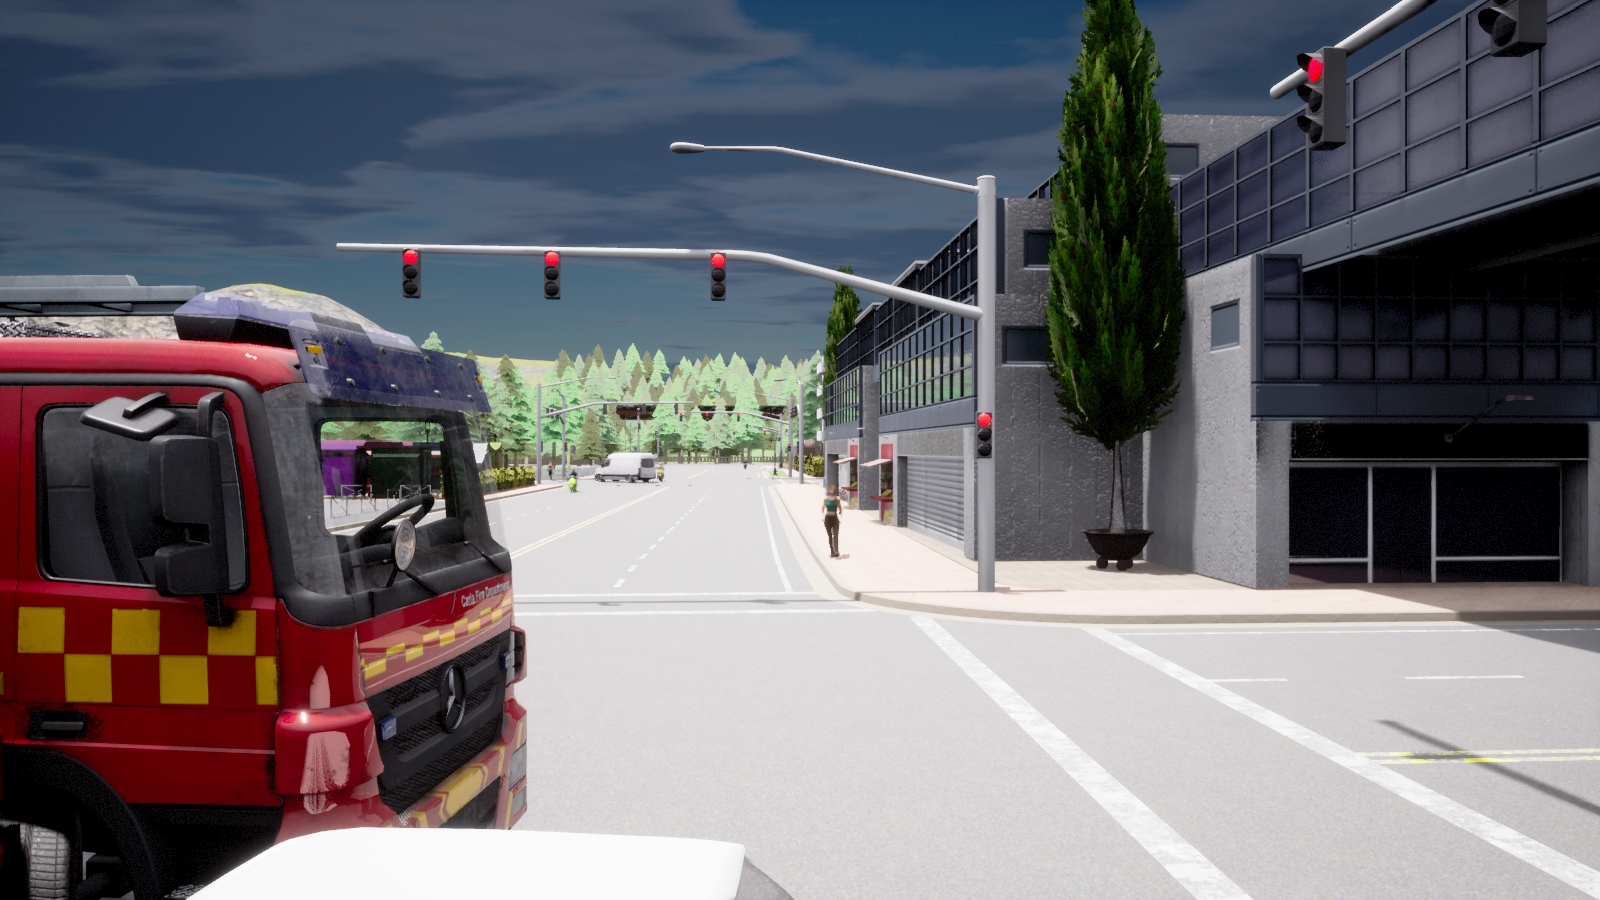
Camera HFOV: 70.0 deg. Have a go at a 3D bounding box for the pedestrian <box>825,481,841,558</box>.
[{"bbox_3d":[0.808,1.696,27.842,0.375,1.860,0.375,0,0,0],"label":"pedestrian"}]

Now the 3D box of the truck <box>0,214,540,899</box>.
[{"bbox_3d":[-6.102,0.890,6.659,8.468,3.827,2.891,0,0,4],"label":"truck"}]

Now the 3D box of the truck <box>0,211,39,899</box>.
[{"bbox_3d":[-7.587,0.890,3.490,8.468,3.827,2.891,0,0,-3],"label":"truck"}]

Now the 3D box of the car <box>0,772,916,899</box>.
[{"bbox_3d":[-1.549,2.065,3.579,3.806,1.475,1.970,0,0,5],"label":"car"}]
